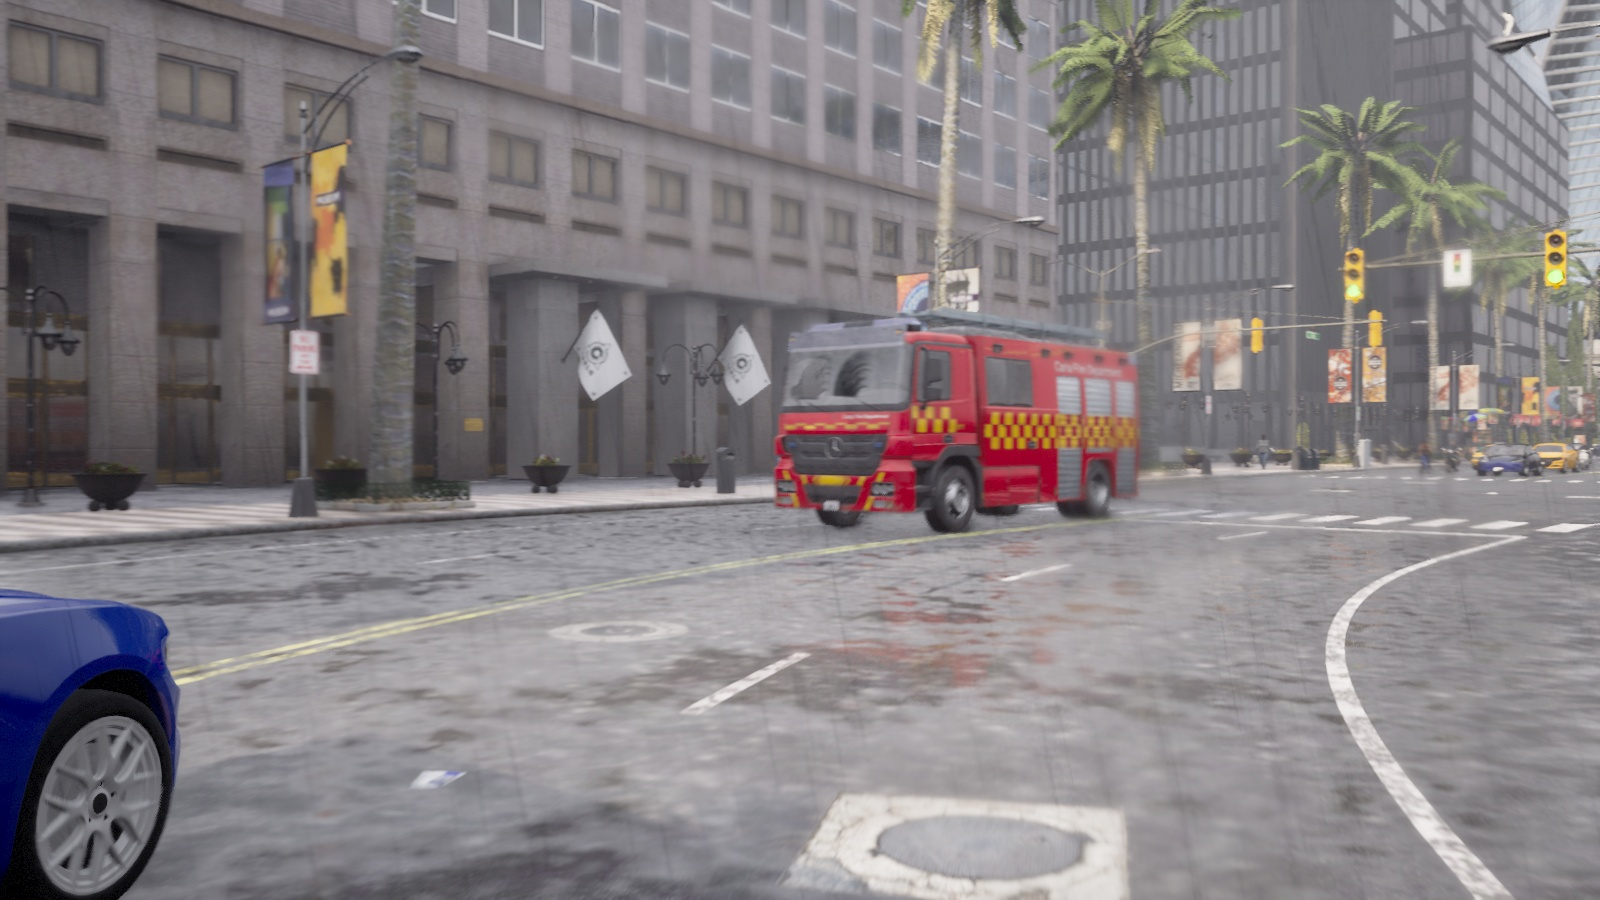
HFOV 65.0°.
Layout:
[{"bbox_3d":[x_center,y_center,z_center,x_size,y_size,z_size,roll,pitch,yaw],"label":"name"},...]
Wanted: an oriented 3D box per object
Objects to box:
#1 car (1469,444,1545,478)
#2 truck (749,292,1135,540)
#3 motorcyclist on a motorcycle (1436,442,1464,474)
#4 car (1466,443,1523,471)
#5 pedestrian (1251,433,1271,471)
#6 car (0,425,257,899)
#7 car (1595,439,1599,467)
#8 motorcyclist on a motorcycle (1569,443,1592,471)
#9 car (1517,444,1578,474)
[{"bbox_3d":[32.783,0.488,58.203,2.163,1.488,4.792,0,0,41],"label":"car"},{"bbox_3d":[3.004,-0.545,23.511,2.891,3.827,8.468,0,0,41],"label":"truck"},{"bbox_3d":[33.172,0.409,64.032,0.866,1.590,1.817,0,0,41],"label":"motorcyclist on a motorcycle"},{"bbox_3d":[39.541,0.367,71.456,1.801,1.575,5.366,0,0,41],"label":"car"},{"bbox_3d":[23.140,0.096,63.051,0.874,1.855,0.900,0,0,22],"label":"pedestrian"},{"bbox_3d":[-3.260,0.703,2.441,1.882,1.535,5.008,0,0,5],"label":"car"},{"bbox_3d":[53.710,0.192,82.606,1.905,1.878,3.866,0,0,40],"label":"car"},{"bbox_3d":[45.141,0.387,72.603,0.866,1.590,1.817,0,0,41],"label":"motorcyclist on a motorcycle"},{"bbox_3d":[38.920,0.439,65.357,1.882,1.535,5.008,0,0,41],"label":"car"}]
